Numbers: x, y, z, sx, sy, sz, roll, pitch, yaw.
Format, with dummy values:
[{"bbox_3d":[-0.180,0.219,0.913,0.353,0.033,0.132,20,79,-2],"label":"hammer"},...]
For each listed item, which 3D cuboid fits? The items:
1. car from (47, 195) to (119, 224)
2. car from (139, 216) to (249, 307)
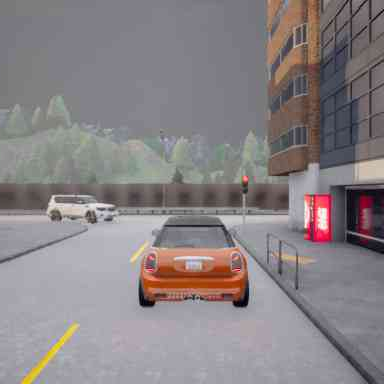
[{"bbox_3d":[-8.122,1.223,24.648,5.566,2.045,2.150,0,-1,24],"label":"car"},{"bbox_3d":[0.045,1.352,8.155,2.097,1.767,4.553,0,0,0],"label":"car"}]
